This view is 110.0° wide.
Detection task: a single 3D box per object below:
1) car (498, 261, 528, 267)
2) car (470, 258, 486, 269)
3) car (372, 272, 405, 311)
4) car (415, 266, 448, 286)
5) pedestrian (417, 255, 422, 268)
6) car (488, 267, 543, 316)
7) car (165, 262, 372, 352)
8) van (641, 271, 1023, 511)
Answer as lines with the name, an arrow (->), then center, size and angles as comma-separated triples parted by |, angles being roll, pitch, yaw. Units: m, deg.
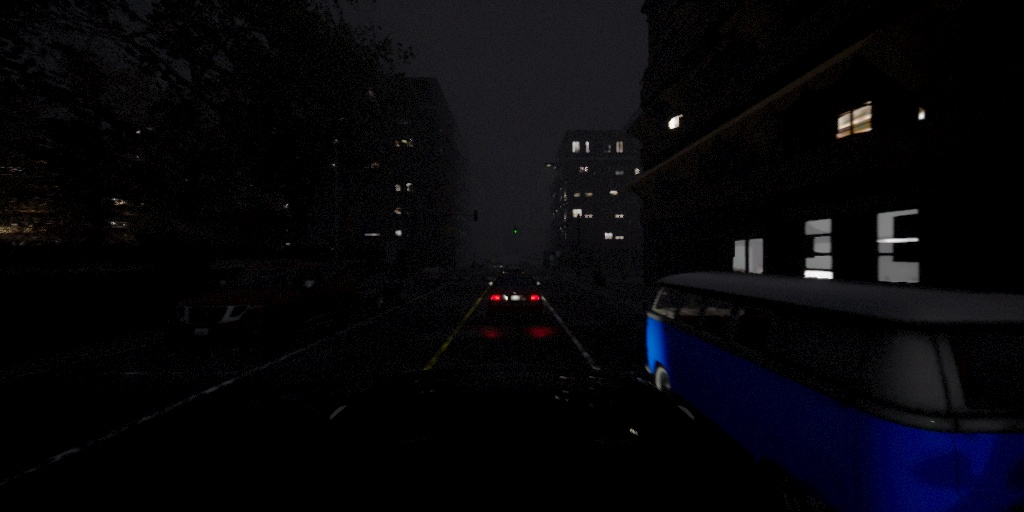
car -> 0.100, 1.321, 28.224 | 1.812, 1.442, 4.674 | 0, 0, 0
car -> -5.687, 1.289, 58.106 | 1.967, 1.591, 4.097 | 0, 0, 0
car -> -5.689, 1.337, 14.626 | 1.948, 1.339, 4.313 | 0, 0, 0
car -> -5.688, 1.373, 25.695 | 1.802, 1.307, 4.207 | 0, 0, 0
pedestrian -> -12.711, 0.737, 49.102 | 0.375, 1.860, 0.375 | 0, -1, -1
car -> 0.101, 1.316, 13.345 | 2.033, 1.411, 5.357 | 0, 0, 0
car -> -5.689, 1.077, 9.090 | 2.192, 1.841, 5.009 | 0, 0, 0
van -> 2.691, 1.094, 3.555 | 1.690, 1.789, 3.998 | 0, 0, 0
